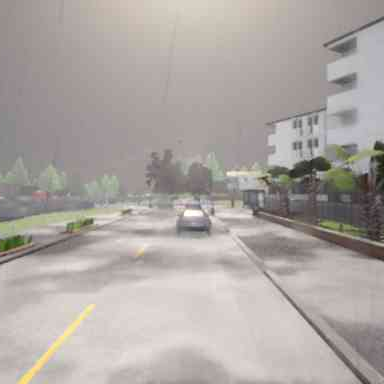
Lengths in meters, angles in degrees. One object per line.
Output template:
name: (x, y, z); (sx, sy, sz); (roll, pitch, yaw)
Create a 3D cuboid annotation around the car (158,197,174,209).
car: (-3.970, 1.626, 50.869); (2.097, 1.767, 4.553); (0, 0, 0)

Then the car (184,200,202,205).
car: (0.121, 1.681, 37.456); (1.882, 1.535, 5.008); (0, 0, 0)

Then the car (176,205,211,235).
car: (0.109, 1.672, 19.834); (1.994, 1.385, 4.181); (0, 0, 0)
